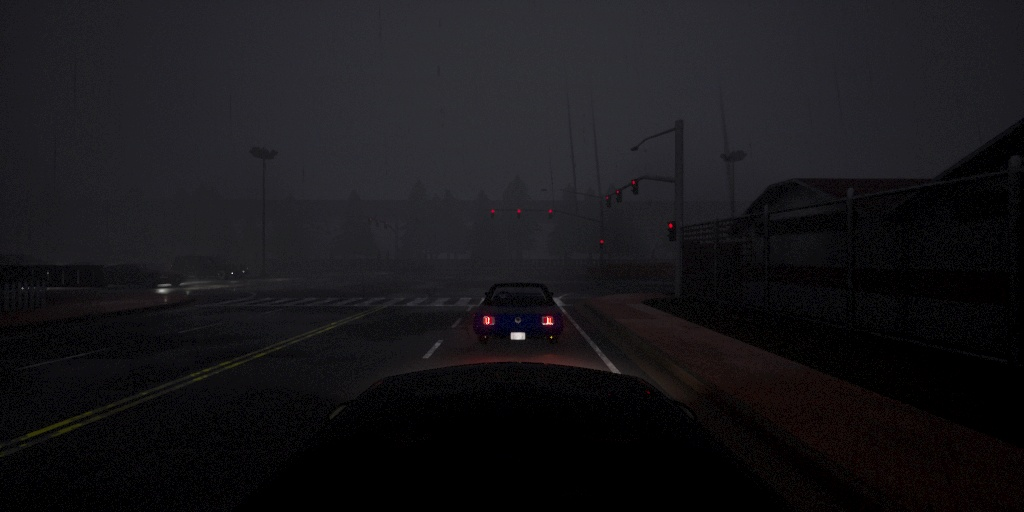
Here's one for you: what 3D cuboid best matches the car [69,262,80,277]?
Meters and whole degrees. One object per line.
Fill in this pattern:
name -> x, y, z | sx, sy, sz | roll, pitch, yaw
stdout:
car -> -35.116, 1.186, 30.016 | 4.674, 1.442, 1.812 | 1, 0, -1

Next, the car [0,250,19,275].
car -> -45.432, 0.385, 29.873 | 5.566, 2.045, 2.150 | 4, 0, -1

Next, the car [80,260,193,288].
car -> -24.156, 1.223, 23.190 | 5.008, 1.535, 1.882 | 0, 0, -1

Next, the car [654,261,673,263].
car -> 17.192, 1.270, 41.574 | 4.674, 1.442, 1.812 | 0, 0, -1

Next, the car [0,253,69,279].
car -> -37.153, 0.815, 26.480 | 5.566, 2.045, 2.150 | 2, 0, -1

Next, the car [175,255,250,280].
car -> -25.393, 0.961, 30.172 | 5.566, 2.045, 2.150 | 0, 0, -1

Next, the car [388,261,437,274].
car -> -11.364, 1.292, 41.112 | 5.357, 1.411, 2.033 | 0, 0, -1

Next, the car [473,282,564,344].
car -> 0.191, 1.350, 9.556 | 1.895, 1.301, 4.718 | 0, 0, 2

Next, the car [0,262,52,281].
car -> -33.138, 1.265, 23.044 | 4.181, 1.385, 1.994 | 1, 0, -1
